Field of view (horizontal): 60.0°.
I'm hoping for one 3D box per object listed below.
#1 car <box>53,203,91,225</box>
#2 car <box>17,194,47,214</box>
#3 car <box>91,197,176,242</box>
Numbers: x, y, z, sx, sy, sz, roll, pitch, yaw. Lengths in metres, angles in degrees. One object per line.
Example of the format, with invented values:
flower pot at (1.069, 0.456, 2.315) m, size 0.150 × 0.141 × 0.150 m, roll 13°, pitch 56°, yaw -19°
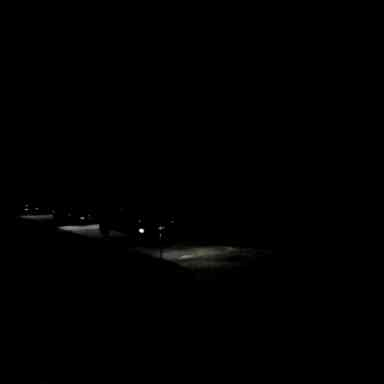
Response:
car at (-9.214, 1.602, 25.457) m, size 1.837 × 1.490 × 4.892 m, roll 1°, pitch 0°, yaw -37°
car at (-17.672, 1.315, 36.523) m, size 2.150 × 2.045 × 5.566 m, roll 1°, pitch 1°, yaw -37°
car at (-3.063, 1.315, 17.433) m, size 2.150 × 2.045 × 5.566 m, roll 1°, pitch 0°, yaw -38°
